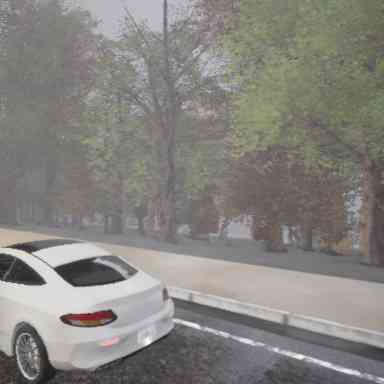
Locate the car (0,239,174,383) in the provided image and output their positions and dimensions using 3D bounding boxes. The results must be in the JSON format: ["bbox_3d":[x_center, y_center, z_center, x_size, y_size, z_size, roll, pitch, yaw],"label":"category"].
[{"bbox_3d":[-2.407,1.492,5.282,4.674,1.442,1.812,0,0,36],"label":"car"}]
